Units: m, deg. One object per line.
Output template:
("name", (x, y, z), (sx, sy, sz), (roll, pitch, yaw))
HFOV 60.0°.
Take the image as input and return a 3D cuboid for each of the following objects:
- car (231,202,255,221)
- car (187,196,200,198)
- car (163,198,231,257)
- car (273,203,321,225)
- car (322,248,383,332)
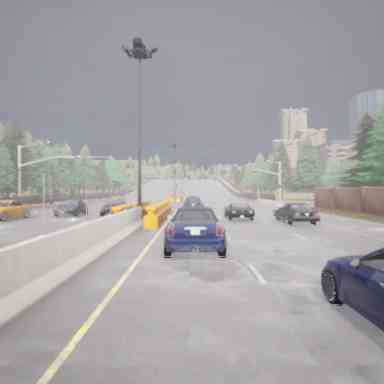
("car", (3.611, 1.469, 26.083), (1.895, 1.301, 4.718), (0, 0, 0))
("car", (0.114, 1.187, 33.119), (2.097, 1.767, 4.553), (0, 0, 0))
("car", (0.104, 1.288, 12.728), (2.097, 1.767, 4.553), (0, 0, 0))
("car", (7.113, 1.431, 23.038), (2.033, 1.411, 5.357), (0, 0, 0))
("car", (3.601, 1.500, 5.004), (1.812, 1.442, 4.674), (0, 0, 0))
